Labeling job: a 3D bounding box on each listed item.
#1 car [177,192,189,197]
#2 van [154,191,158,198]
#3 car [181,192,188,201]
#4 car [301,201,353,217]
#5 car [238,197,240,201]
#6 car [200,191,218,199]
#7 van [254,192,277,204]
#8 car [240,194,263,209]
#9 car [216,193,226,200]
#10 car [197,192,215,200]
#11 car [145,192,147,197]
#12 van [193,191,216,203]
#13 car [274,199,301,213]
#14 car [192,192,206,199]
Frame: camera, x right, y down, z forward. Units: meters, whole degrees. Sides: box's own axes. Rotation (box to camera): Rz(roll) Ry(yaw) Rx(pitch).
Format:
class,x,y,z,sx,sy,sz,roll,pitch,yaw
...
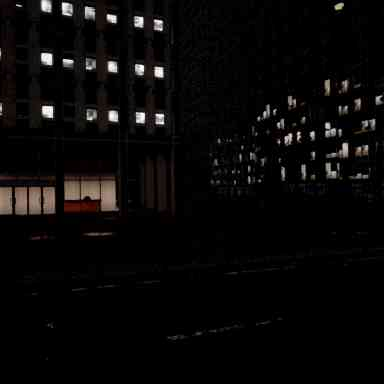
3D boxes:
class,x,y,z,sx,sy,sz,roll,pitch,yaw
car,-2.436,0.710,90.852,2.008,1.369,4.403,0,1,-21
van,-8.215,0.687,82.537,1.690,1.788,3.998,0,1,-21
car,-2.088,1.056,66.627,2.008,1.369,4.403,0,1,-21
car,12.086,1.434,29.453,1.947,1.339,4.313,0,1,-21
car,9.817,1.060,59.029,1.802,1.307,4.206,0,1,-21
car,3.689,0.634,74.938,2.192,1.841,5.009,0,1,-21
van,11.858,0.871,53.722,1.690,1.788,3.998,0,1,-21
car,8.072,1.332,40.090,1.947,1.339,4.313,0,1,-21
car,5.733,0.954,69.637,1.802,1.307,4.206,0,1,-21
car,2.864,0.879,69.858,1.882,1.535,5.008,-1,1,-21
car,-10.257,0.733,87.841,1.967,1.590,4.097,0,1,-21
van,1.996,0.952,56.017,1.690,1.788,3.998,0,1,-21
car,10.060,1.399,34.765,1.802,1.307,4.206,0,1,-21
car,1.647,0.706,80.243,1.967,1.590,4.097,0,1,-21
